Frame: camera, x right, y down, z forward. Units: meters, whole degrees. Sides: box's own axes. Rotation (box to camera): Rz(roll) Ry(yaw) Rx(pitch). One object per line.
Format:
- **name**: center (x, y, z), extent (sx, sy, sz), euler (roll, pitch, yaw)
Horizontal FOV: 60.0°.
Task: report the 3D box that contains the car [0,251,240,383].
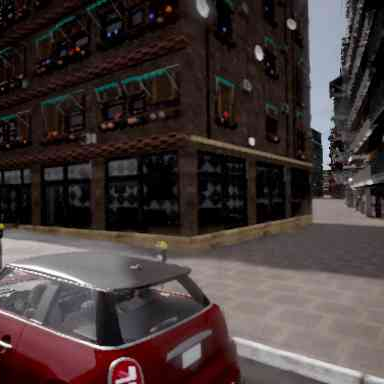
- **car**: center (-1.583, 1.448, 4.020), extent (4.097, 1.590, 1.967), euler (0, -1, 36)
